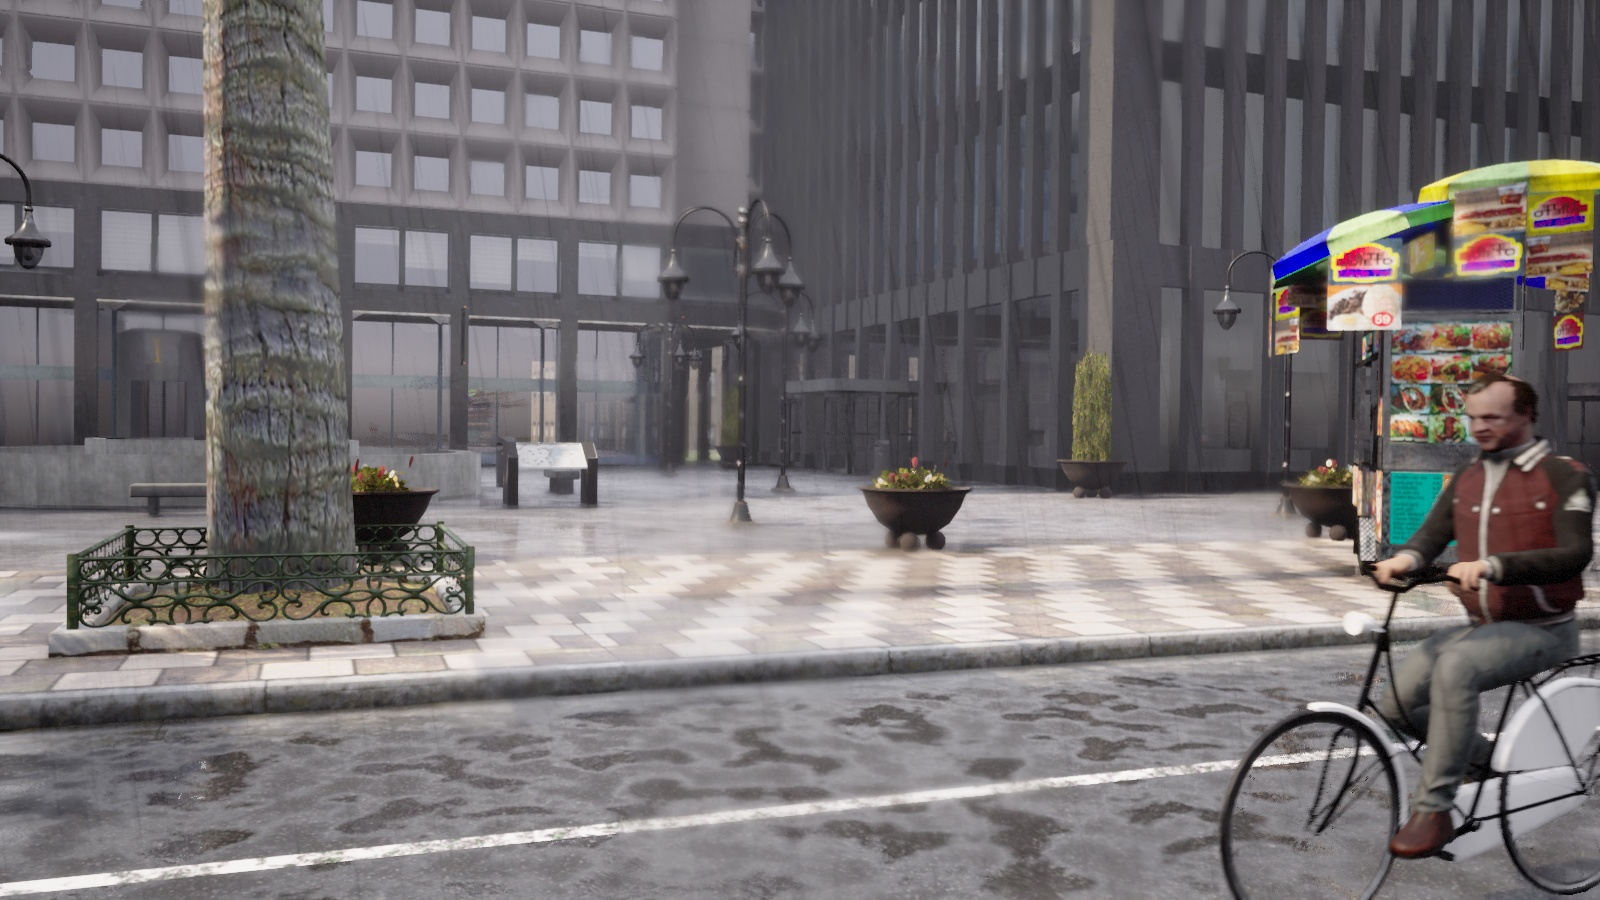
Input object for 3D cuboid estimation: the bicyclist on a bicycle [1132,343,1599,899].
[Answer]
[{"bbox_3d":[2.035,0.589,4.013,1.843,1.776,0.659,-1,1,-21],"label":"bicyclist on a bicycle"}]
